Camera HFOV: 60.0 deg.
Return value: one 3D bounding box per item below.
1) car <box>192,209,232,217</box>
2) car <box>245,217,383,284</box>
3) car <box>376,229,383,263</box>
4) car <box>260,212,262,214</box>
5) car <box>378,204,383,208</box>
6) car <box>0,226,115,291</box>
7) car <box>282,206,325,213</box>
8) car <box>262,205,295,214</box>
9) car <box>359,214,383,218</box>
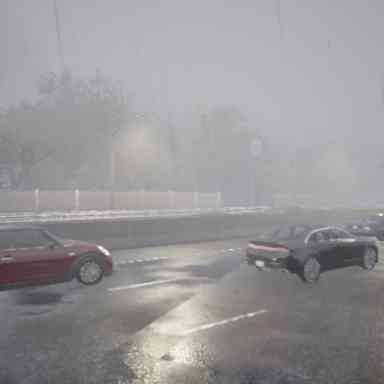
[{"bbox_3d":[2.327,2.707,38.976,4.718,1.301,1.895,0,-2,-33],"label":"car"},{"bbox_3d":[3.868,1.744,10.391,4.902,1.511,2.128,0,-2,-34],"label":"car"},{"bbox_3d":[6.806,1.647,8.141,4.892,1.490,1.837,0,-2,-34],"label":"car"},{"bbox_3d":[10.201,2.522,39.989,4.892,1.490,1.837,0,-2,-33],"label":"car"},{"bbox_3d":[36.166,2.803,61.281,4.902,1.511,2.128,0,-2,-34],"label":"car"},{"bbox_3d":[-4.481,1.693,9.061,4.553,1.767,2.097,0,-2,-34],"label":"car"},{"bbox_3d":[11.677,2.327,32.582,5.357,1.411,2.033,0,-2,-33],"label":"car"},{"bbox_3d":[10.172,2.248,35.783,4.553,1.767,2.097,0,-2,-33],"label":"car"},{"bbox_3d":[10.806,1.951,19.184,5.357,1.411,2.033,0,-2,-34],"label":"car"}]
